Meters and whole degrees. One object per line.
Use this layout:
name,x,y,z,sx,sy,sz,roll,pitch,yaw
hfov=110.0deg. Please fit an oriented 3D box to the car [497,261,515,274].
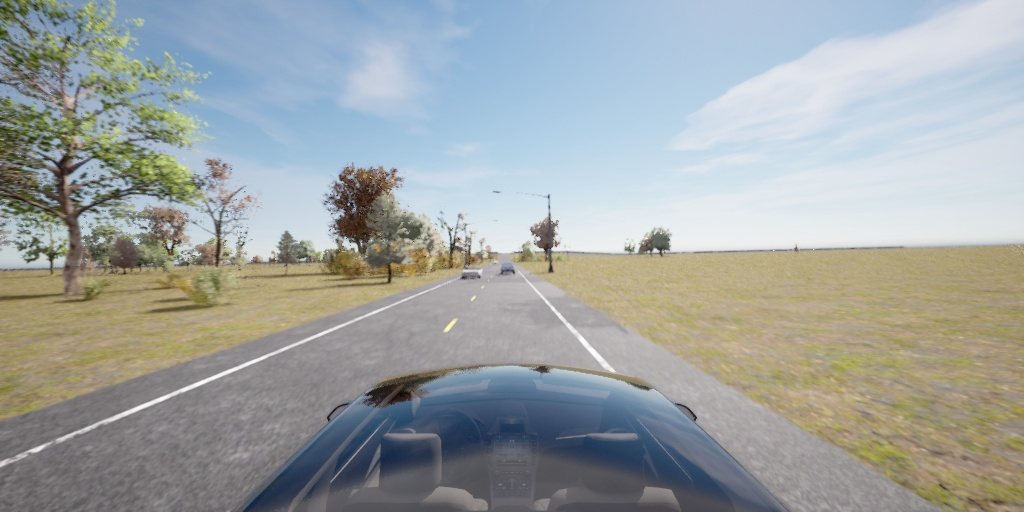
car,-0.551,1.611,47.400,2.033,1.411,5.357,-1,0,-1

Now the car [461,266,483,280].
car,-4.085,1.688,37.082,1.895,1.301,4.718,-1,0,-1
